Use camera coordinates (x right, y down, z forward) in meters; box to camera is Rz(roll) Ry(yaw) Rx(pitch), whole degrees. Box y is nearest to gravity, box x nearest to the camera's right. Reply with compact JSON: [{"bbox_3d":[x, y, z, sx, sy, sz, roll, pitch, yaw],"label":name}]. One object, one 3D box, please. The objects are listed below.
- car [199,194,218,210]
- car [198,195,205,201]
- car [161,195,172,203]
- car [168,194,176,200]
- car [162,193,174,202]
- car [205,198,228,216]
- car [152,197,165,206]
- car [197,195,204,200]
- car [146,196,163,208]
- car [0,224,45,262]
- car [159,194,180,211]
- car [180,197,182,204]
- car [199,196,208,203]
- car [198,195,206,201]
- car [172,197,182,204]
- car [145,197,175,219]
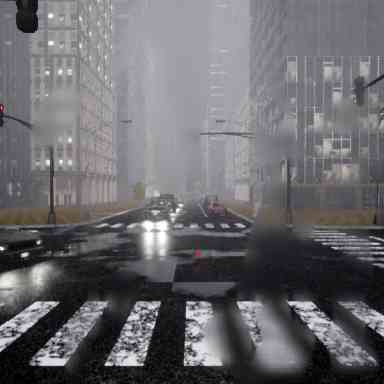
[{"bbox_3d":[2.459,1.297,43.172,2.192,1.841,5.009,-1,0,0],"label":"car"},{"bbox_3d":[2.392,1.475,87.539,1.752,1.417,4.829,-1,0,0],"label":"car"},{"bbox_3d":[-5.458,1.404,70.755,1.967,1.590,4.097,-1,0,0],"label":"car"},{"bbox_3d":[-5.500,1.385,92.854,1.967,1.590,4.097,-1,0,0],"label":"car"},{"bbox_3d":[-5.470,1.274,76.280,2.192,1.841,5.009,-1,0,0],"label":"car"},{"bbox_3d":[2.462,1.570,32.123,1.802,1.307,4.206,-1,0,0],"label":"car"},{"bbox_3d":[-5.426,1.558,54.182,1.802,1.307,4.206,-1,0,0],"label":"car"},{"bbox_3d":[2.382,1.489,92.893,1.887,1.381,4.507,-1,0,0],"label":"car"},{"bbox_3d":[-5.417,1.419,48.657,1.967,1.590,4.097,-1,0,0],"label":"car"},{"bbox_3d":[-7.607,1.550,11.111,5.357,1.411,2.033,0,0,20],"label":"car"},{"bbox_3d":[-2.923,1.206,38.827,2.150,2.045,5.566,0,0,0],"label":"car"},{"bbox_3d":[-2.933,1.580,48.723,1.895,1.301,4.718,0,0,0],"label":"car"},{"bbox_3d":[2.423,1.508,70.795,1.887,1.381,4.507,-1,0,0],"label":"car"},{"bbox_3d":[2.403,1.536,81.844,1.802,1.307,4.206,-1,0,0],"label":"car"},{"bbox_3d":[-2.869,1.577,64.319,1.895,1.301,4.718,0,0,0],"label":"car"},{"bbox_3d":[-2.908,1.481,28.788,2.128,1.511,4.902,0,0,0],"label":"car"}]
